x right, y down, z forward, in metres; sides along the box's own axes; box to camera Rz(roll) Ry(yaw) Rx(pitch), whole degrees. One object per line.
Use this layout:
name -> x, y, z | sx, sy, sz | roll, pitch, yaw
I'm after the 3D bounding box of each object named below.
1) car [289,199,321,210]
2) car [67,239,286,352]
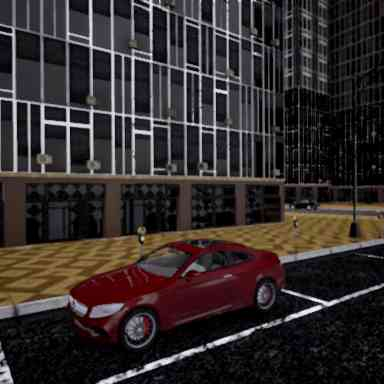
car -> 15.328, 1.680, 45.411 | 2.008, 1.369, 4.403 | -2, 0, -36
car -> -0.049, 1.563, 6.066 | 4.206, 1.307, 1.802 | 0, 0, -36
